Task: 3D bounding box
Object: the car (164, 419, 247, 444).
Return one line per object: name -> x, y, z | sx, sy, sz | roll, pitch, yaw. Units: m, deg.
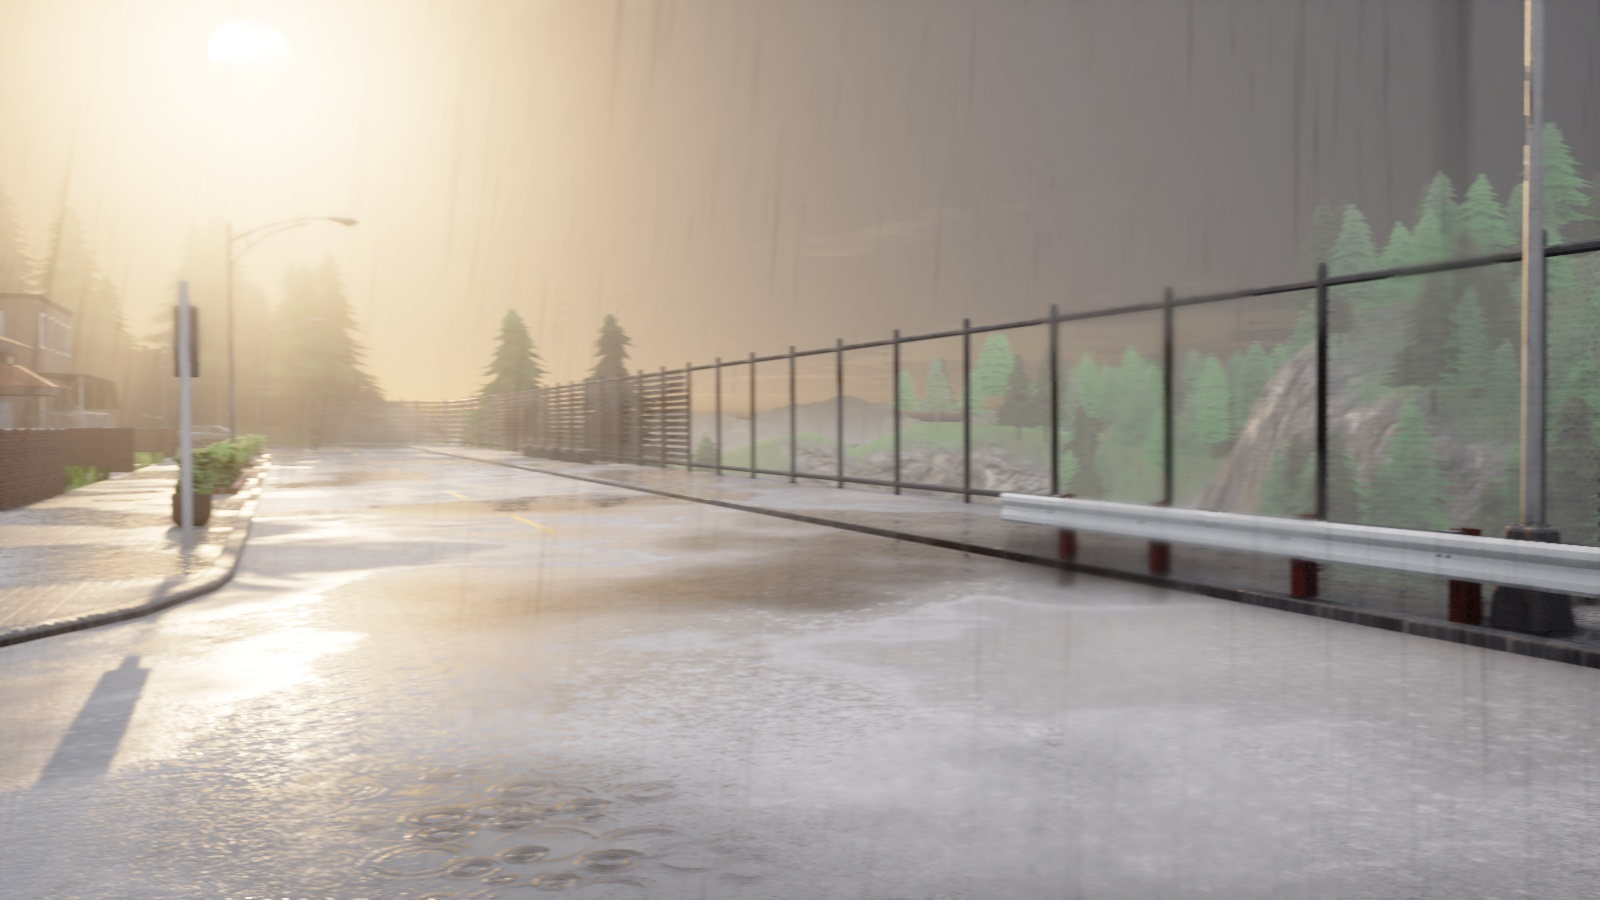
car -> -39.420, -1.230, 83.397 | 4.611, 1.667, 2.242 | 0, 1, -15
